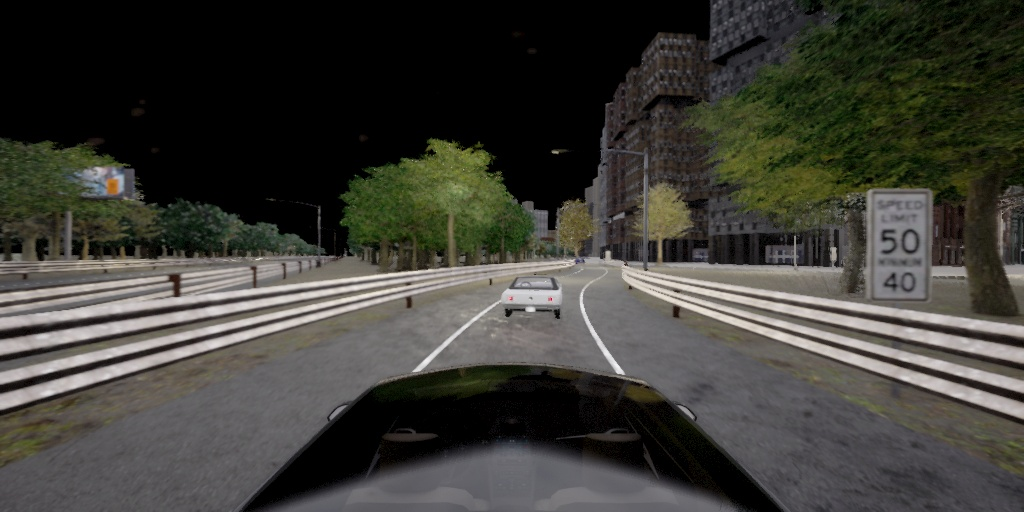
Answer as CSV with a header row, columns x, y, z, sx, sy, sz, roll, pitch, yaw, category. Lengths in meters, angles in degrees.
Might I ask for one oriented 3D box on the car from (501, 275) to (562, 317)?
x,y,z,sx,sy,sz,roll,pitch,yaw,category
0.905,1.356,13.235,1.895,1.301,4.718,0,0,8,car
